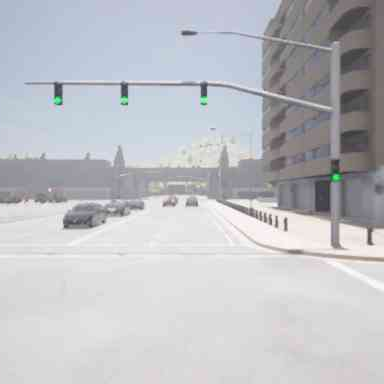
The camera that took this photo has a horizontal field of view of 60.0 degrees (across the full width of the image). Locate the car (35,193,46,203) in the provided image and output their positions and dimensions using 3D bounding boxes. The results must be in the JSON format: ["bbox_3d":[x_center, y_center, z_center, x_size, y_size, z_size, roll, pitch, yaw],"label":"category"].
[{"bbox_3d":[-27.434,1.102,61.536,1.905,1.878,3.866,0,0,0],"label":"car"}]

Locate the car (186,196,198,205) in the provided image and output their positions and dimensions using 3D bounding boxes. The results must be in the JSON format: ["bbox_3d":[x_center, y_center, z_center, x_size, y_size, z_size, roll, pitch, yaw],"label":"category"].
[{"bbox_3d":[0.008,1.499,60.092,2.033,1.411,5.357,0,0,0],"label":"car"}]

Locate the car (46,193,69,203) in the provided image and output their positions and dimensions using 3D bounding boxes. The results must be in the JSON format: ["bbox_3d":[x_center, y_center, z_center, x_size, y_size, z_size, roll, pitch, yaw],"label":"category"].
[{"bbox_3d":[-24.540,1.100,61.471,1.932,1.855,4.605,0,0,0],"label":"car"}]

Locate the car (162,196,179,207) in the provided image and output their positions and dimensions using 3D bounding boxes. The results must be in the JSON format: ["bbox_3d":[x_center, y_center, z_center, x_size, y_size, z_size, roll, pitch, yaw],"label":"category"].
[{"bbox_3d":[-3.493,1.564,51.146,1.895,1.301,4.718,0,0,0],"label":"car"}]

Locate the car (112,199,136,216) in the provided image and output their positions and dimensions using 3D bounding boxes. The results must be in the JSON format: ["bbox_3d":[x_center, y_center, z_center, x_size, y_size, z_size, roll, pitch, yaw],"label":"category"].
[{"bbox_3d":[-7.082,1.480,31.955,2.128,1.511,4.902,0,0,0],"label":"car"}]

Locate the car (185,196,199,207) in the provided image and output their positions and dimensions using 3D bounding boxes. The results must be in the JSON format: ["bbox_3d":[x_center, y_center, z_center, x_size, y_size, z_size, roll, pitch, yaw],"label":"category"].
[{"bbox_3d":[0.007,1.527,51.114,1.994,1.385,4.181,0,0,0],"label":"car"}]

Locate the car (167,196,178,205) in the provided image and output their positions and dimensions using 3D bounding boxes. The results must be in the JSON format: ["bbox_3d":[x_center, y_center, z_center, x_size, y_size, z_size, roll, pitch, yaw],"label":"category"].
[{"bbox_3d":[-3.492,1.456,60.092,1.837,1.490,4.892,0,0,0],"label":"car"}]

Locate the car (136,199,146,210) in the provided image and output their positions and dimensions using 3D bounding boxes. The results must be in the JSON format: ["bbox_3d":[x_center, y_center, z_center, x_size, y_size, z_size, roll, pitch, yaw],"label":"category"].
[{"bbox_3d":[-7.070,1.539,41.949,1.994,1.385,4.181,0,0,1],"label":"car"}]

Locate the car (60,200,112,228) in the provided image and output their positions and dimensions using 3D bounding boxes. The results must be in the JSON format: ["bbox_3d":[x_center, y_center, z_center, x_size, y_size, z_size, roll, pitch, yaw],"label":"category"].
[{"bbox_3d":[-7.086,1.506,22.429,1.837,1.490,4.892,0,0,0],"label":"car"}]
